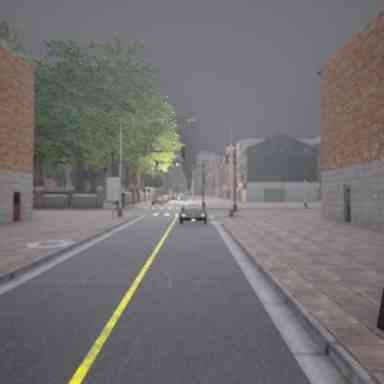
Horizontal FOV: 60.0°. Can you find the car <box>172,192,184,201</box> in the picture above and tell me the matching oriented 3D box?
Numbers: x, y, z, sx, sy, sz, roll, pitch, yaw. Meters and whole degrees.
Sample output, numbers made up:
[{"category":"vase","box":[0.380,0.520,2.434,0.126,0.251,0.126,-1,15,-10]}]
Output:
[{"category":"car","box":[-2.770,1.235,72.863,2.128,1.511,4.902,0,0,0]}]

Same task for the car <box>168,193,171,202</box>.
[{"category":"car","box":[-5.330,1.294,59.071,2.008,1.369,4.403,1,0,0]}]

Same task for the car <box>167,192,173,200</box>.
[{"category":"car","box":[-5.354,1.293,64.521,1.947,1.339,4.313,1,0,0]}]

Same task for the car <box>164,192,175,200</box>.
[{"category":"car","box":[-5.422,1.008,80.871,2.192,1.841,5.009,1,0,0]}]

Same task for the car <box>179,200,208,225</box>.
[{"category":"car","box":[0.110,1.491,23.292,1.895,1.301,4.718,0,0,1]}]

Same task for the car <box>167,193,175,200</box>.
[{"category":"car","box":[-5.449,1.126,86.322,1.967,1.590,4.097,1,0,0]}]

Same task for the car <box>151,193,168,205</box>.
[{"category":"car","box":[-5.325,1.318,51.936,2.008,1.369,4.403,1,0,0]}]
